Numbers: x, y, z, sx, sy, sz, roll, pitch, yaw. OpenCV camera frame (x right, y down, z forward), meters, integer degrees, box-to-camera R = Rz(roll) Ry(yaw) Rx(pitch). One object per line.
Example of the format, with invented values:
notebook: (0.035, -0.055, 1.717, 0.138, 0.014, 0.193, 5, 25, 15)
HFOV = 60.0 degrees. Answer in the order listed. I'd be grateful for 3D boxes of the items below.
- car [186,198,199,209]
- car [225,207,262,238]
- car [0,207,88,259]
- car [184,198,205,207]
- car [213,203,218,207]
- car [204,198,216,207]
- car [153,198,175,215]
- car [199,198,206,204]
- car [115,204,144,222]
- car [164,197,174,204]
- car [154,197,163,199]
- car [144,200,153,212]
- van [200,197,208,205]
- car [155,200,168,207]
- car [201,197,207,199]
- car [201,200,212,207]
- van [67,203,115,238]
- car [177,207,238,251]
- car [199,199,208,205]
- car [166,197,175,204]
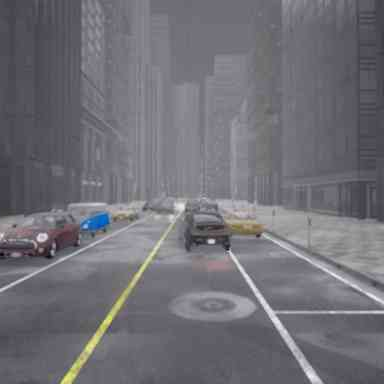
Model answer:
car: (0.074, 1.890, 57.628, 2.097, 1.767, 4.553, 0, -1, 0)
car: (2.755, 1.691, 18.697, 1.752, 1.417, 4.829, 0, -1, 0)
car: (-5.768, 1.555, 12.907, 1.967, 1.590, 4.097, 0, -1, 0)
car: (0.082, 1.863, 40.366, 2.128, 1.511, 4.902, 0, 0, 0)
car: (2.752, 1.741, 24.306, 1.752, 1.417, 4.829, 0, -1, 0)
car: (2.742, 1.982, 46.570, 2.008, 1.369, 4.403, 0, -1, 0)
car: (-3.107, 1.838, 39.338, 1.882, 1.535, 5.008, 0, -1, 0)
car: (2.724, 2.355, 86.001, 1.752, 1.417, 4.829, 0, -1, 0)
car: (-5.776, 1.791, 29.563, 1.752, 1.417, 4.829, 0, -1, 0)
car: (-5.801, 2.143, 85.827, 2.192, 1.841, 5.009, 0, -1, 0)
car: (-5.785, 1.926, 52.171, 1.967, 1.590, 4.097, 0, -1, 0)
car: (-5.783, 1.997, 46.560, 1.947, 1.339, 4.313, 0, -1, 0)
van: (2.729, 2.050, 74.616, 1.690, 1.788, 3.998, 0, -1, 0)
car: (-5.790, 2.146, 63.388, 2.008, 1.369, 4.403, 0, -1, 0)
car: (2.737, 1.980, 57.789, 1.967, 1.590, 4.097, 0, -1, 0)
car: (2.735, 2.178, 63.396, 1.802, 1.307, 4.206, 0, -1, 0)
van: (-5.770, 1.505, 18.517, 1.690, 1.788, 3.998, 0, -1, 0)
car: (0.470, 1.636, 14.925, 1.837, 1.490, 4.892, 0, -1, -6)
car: (2.727, 2.312, 80.222, 1.887, 1.381, 4.507, 0, -1, 0)
car: (-5.803, 2.205, 91.436, 2.192, 1.841, 5.009, 0, -1, 0)
